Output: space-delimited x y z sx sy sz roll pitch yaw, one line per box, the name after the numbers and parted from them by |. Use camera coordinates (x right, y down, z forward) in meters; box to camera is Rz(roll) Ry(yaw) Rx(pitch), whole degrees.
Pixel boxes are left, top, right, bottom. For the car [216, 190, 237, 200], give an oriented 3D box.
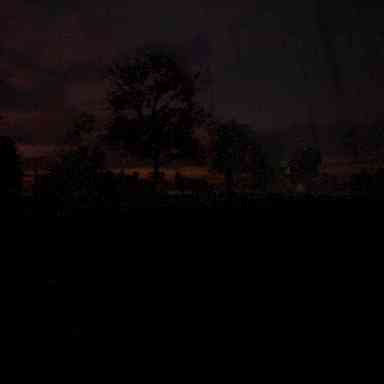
5.829 0.433 55.945 1.882 1.535 5.008 1 1 37 | car
